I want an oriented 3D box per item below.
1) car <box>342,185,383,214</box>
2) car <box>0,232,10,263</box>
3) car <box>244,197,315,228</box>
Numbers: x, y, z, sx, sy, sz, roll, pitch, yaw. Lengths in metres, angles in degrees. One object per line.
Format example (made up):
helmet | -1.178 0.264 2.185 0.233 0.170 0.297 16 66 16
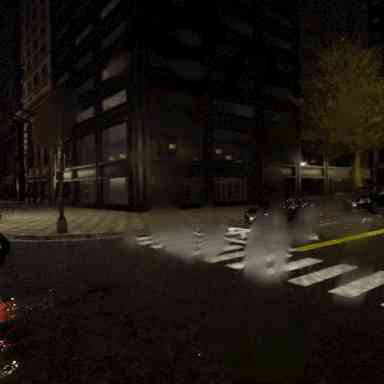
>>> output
car | 13.877 0.528 25.710 5.566 2.045 2.150 -2 1 -38
car | -7.361 1.570 10.829 1.895 1.301 4.718 -2 1 -38
car | 4.996 1.083 18.777 4.892 1.490 1.837 -2 1 -38
